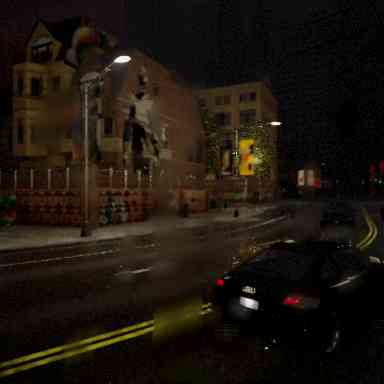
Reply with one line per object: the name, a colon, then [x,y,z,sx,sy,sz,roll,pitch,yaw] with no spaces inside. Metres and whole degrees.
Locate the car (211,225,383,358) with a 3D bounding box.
car: [2.310,1.575,6.153,4.181,1.385,1.994,0,0,-42]

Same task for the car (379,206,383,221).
car: [16.136,1.510,26.436,2.128,1.511,4.902,0,0,27]

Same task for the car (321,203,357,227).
car: [9.691,1.506,21.819,1.882,1.535,5.008,0,0,28]
